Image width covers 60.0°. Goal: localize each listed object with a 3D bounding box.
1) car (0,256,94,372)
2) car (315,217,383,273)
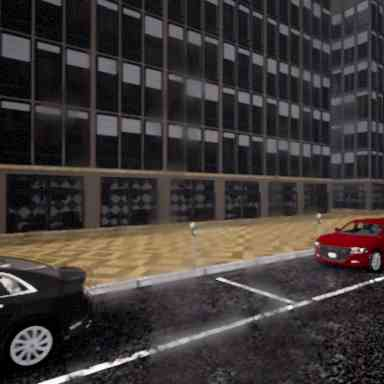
[{"bbox_3d":[-3.478,1.552,4.075,4.403,1.369,2.008,0,0,-36],"label":"car"},{"bbox_3d":[5.787,1.531,10.691,4.507,1.381,1.887,0,0,-36],"label":"car"}]
